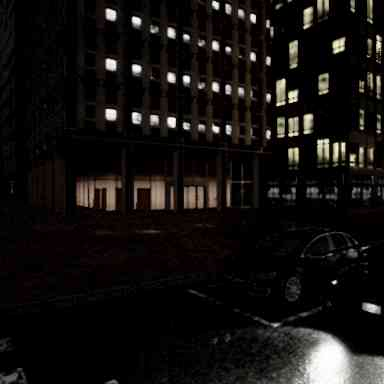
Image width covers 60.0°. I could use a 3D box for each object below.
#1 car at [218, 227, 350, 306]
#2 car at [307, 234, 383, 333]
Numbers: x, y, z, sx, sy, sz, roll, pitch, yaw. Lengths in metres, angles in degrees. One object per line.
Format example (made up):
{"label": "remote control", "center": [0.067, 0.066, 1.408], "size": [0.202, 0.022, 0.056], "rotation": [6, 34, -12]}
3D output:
{"label": "car", "center": [2.600, 1.550, 7.956], "size": [4.403, 1.369, 2.008], "rotation": [0, 0, -36]}
{"label": "car", "center": [4.311, 1.563, 6.156], "size": [4.181, 1.385, 1.994], "rotation": [0, 0, -36]}
